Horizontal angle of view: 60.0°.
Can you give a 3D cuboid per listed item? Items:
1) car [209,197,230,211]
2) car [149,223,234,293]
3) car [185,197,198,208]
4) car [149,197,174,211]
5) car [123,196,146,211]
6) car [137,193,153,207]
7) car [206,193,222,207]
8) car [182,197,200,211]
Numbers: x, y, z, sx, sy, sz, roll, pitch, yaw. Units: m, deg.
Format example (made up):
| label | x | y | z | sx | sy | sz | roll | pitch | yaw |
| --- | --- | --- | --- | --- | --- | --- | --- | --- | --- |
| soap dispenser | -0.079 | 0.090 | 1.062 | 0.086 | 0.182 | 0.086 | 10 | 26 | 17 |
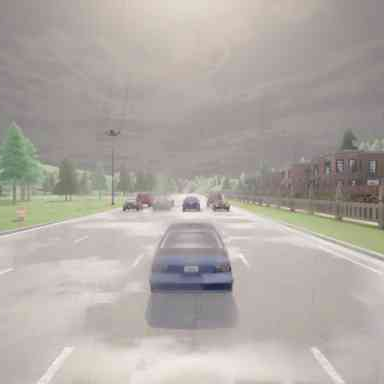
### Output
| label | x | y | z | sx | sy | sz | roll | pitch | yaw |
| --- | --- | --- | --- | --- | --- | --- | --- | --- | --- |
| car | 3.422 | 1.599 | 40.041 | 1.895 | 1.301 | 4.718 | 0 | 0 | 0 |
| car | -0.018 | 1.547 | 8.975 | 2.033 | 1.411 | 5.357 | 0 | 0 | 0 |
| car | -0.097 | 1.502 | 50.008 | 1.837 | 1.490 | 4.892 | 0 | 0 | 0 |
| car | -3.578 | 1.562 | 39.998 | 1.994 | 1.385 | 4.181 | 0 | 0 | 0 |
| car | -7.078 | 1.524 | 39.991 | 1.812 | 1.442 | 4.674 | 0 | 0 | 0 |
| car | -7.097 | 1.219 | 50.024 | 2.150 | 2.045 | 5.566 | 0 | 0 | 0 |
| car | 3.403 | 1.219 | 50.044 | 2.150 | 2.045 | 5.566 | 0 | 0 | 0 |
| car | -0.078 | 1.350 | 39.974 | 2.097 | 1.767 | 4.553 | 0 | 0 | 0 |
